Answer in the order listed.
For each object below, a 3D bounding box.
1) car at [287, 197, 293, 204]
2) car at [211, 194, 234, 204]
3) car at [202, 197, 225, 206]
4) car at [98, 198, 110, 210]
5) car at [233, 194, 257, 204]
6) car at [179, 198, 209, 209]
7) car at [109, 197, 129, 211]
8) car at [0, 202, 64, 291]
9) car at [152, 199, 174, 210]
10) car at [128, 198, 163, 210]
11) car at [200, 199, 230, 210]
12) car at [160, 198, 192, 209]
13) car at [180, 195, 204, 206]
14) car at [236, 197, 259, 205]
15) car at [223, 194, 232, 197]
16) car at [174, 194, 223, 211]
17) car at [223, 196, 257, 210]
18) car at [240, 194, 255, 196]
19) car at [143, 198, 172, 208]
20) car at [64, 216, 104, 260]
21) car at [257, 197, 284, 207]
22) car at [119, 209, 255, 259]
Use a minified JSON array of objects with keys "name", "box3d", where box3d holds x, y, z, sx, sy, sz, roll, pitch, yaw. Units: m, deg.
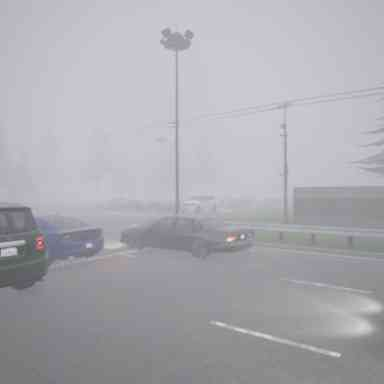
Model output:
[{"name":"car","box3d":[18.380,1.668,65.827,5.357,1.411,2.033,0,0,-45]},{"name":"car","box3d":[6.335,1.399,68.321,2.150,2.045,5.566,0,0,37]},{"name":"car","box3d":[3.910,1.686,59.252,1.812,1.442,4.674,0,0,36]},{"name":"car","box3d":[-10.597,1.530,45.284,2.097,1.767,4.553,0,0,36]},{"name":"car","box3d":[10.976,1.383,68.334,2.150,2.045,5.566,0,0,41]},{"name":"car","box3d":[0.338,1.647,48.439,1.837,1.490,4.892,0,0,36]},{"name":"car","box3d":[-7.948,1.686,42.972,1.812,1.442,4.674,0,0,36]},{"name":"car","box3d":[-5.771,1.268,7.874,5.566,2.045,2.150,0,0,33]},{"name":"car","box3d":[-2.112,1.726,39.102,1.895,1.301,4.718,0,0,36]},{"name":"car","box3d":[-5.136,1.744,40.892,1.895,1.301,4.718,0,0,36]},{"name":"car","box3d":[3.268,1.726,46.518,1.895,1.301,4.718,0,0,36]},{"name":"car","box3d":[-2.321,1.708,50.735,2.033,1.411,5.357,0,0,36]},{"name":"car","box3d":[0.062,1.530,59.909,2.097,1.767,4.553,0,0,36]},{"name":"car","box3d":[10.407,1.690,62.273,2.033,1.411,5.357,0,0,37]},{"name":"car","box3d":[5.741,1.496,55.850,2.097,1.767,4.553,0,0,36]},{"name":"car","box3d":[0.857,1.329,37.237,2.150,2.045,5.566,0,0,36]},{"name":"car","box3d":[6.578,1.612,45.108,1.837,1.490,4.892,0,0,36]},{"name":"car","box3d":[9.281,1.477,54.725,2.097,1.767,4.553,0,0,37]},{"name":"car","box3d":[-5.422,1.704,52.408,1.812,1.442,4.674,0,0,36]},{"name":"car","box3d":[-5.344,1.534,11.767,5.008,1.535,1.882,0,0,32]},{"name":"car","box3d":[12.546,1.612,53.240,1.837,1.490,4.892,0,0,37]},{"name":"car","box3d":[-0.354,1.587,12.759,5.357,1.411,2.033,0,0,34]}]
